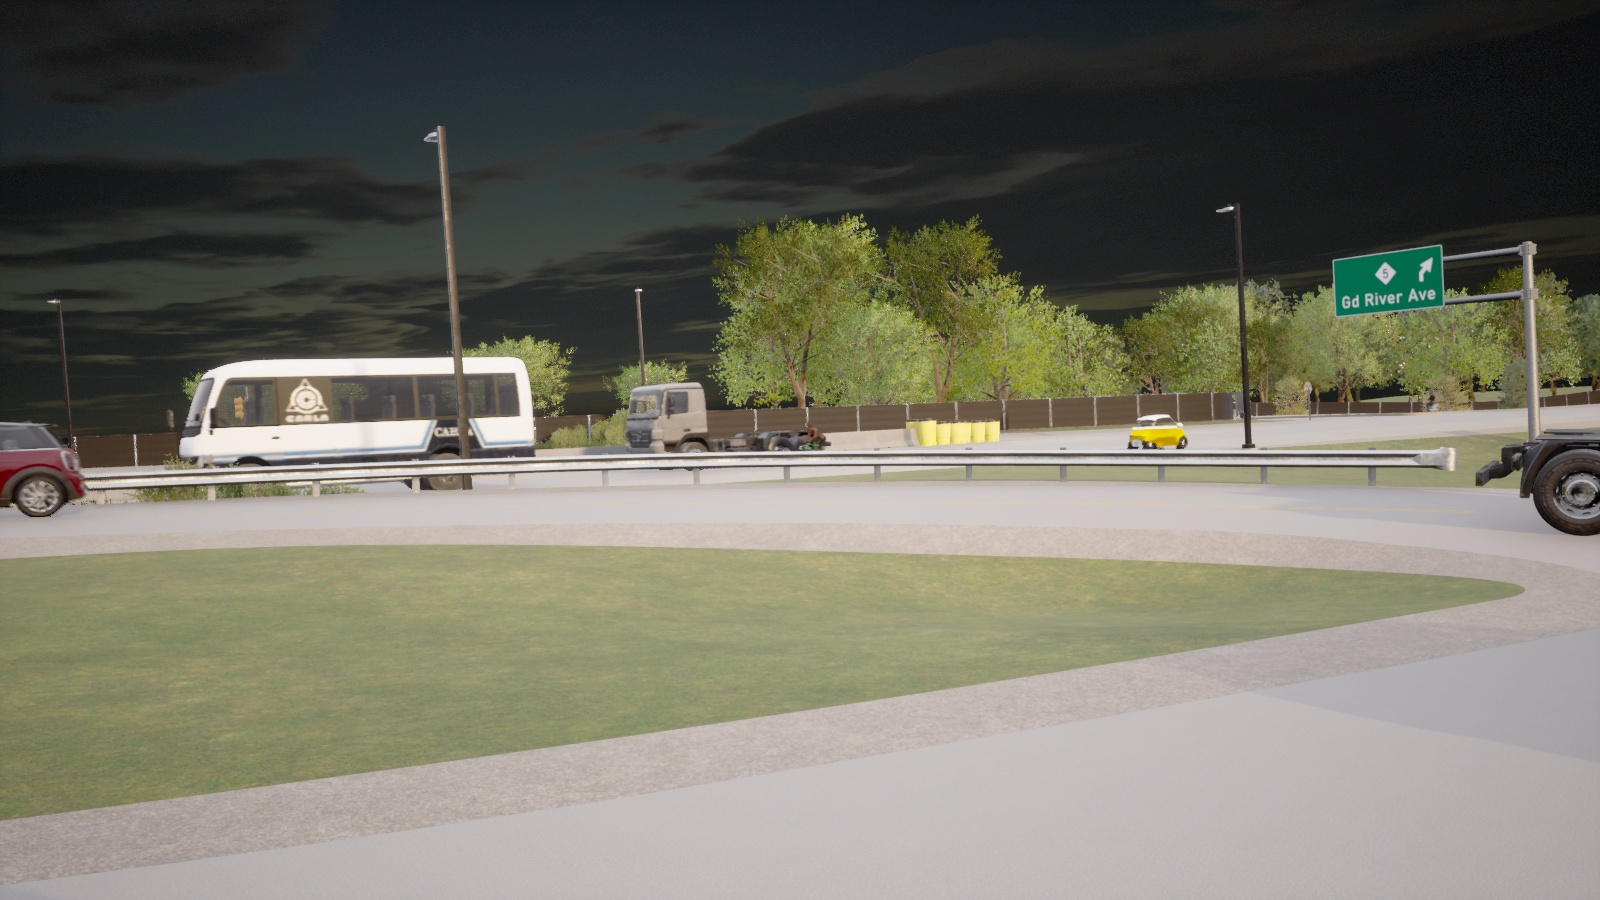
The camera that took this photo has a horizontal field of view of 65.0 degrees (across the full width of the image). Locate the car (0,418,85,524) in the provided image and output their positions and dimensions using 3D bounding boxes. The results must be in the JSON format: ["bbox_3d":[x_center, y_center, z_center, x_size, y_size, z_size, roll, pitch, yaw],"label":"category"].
[{"bbox_3d":[-15.056,0.391,21.680,4.553,1.767,2.097,-2,1,-27],"label":"car"}]

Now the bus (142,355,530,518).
[{"bbox_3d":[-13.940,-0.575,38.217,10.273,4.253,3.944,-4,2,-33],"label":"bus"}]

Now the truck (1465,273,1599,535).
[{"bbox_3d":[13.356,-0.646,16.453,7.936,3.462,2.891,1,4,33],"label":"truck"}]

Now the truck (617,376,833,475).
[{"bbox_3d":[-2.857,-1.016,49.493,7.936,3.462,2.891,-4,2,-33],"label":"truck"}]

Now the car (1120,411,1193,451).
[{"bbox_3d":[13.489,-0.711,47.507,2.207,1.376,1.481,-4,2,-33],"label":"car"}]
